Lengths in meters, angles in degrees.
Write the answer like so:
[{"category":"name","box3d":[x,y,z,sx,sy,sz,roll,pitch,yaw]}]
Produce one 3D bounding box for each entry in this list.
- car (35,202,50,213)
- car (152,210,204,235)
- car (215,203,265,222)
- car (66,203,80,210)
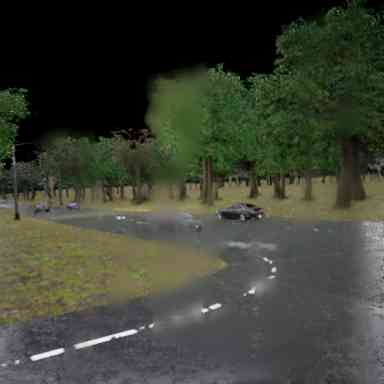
[{"category":"car","box3d":[-28.568,2.906,63.473,2.150,2.045,5.566,-4,1,-30]},{"category":"car","box3d":[-1.093,2.068,23.482,1.837,1.490,4.892,-4,1,-36]},{"category":"car","box3d":[3.976,1.739,28.397,1.837,1.490,4.892,-4,1,-36]},{"category":"car","box3d":[-23.933,2.892,67.073,1.812,1.442,4.674,-4,1,-36]}]
